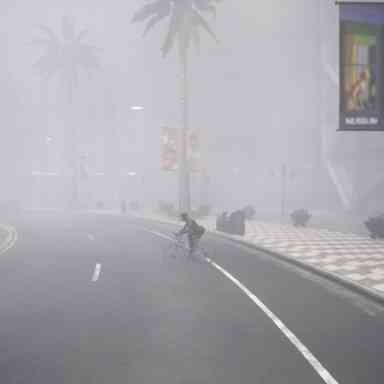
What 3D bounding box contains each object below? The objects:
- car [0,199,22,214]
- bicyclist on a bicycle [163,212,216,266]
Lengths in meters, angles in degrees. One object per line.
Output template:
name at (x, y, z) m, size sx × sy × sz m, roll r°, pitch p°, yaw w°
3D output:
car at (-20.329, 1.491, 35.751) m, size 4.902 × 1.511 × 2.128 m, roll 0°, pitch 0°, yaw 33°
bicyclist on a bicycle at (-0.073, 1.450, 10.165) m, size 1.656 × 1.620 × 0.582 m, roll 0°, pitch 0°, yaw -12°
